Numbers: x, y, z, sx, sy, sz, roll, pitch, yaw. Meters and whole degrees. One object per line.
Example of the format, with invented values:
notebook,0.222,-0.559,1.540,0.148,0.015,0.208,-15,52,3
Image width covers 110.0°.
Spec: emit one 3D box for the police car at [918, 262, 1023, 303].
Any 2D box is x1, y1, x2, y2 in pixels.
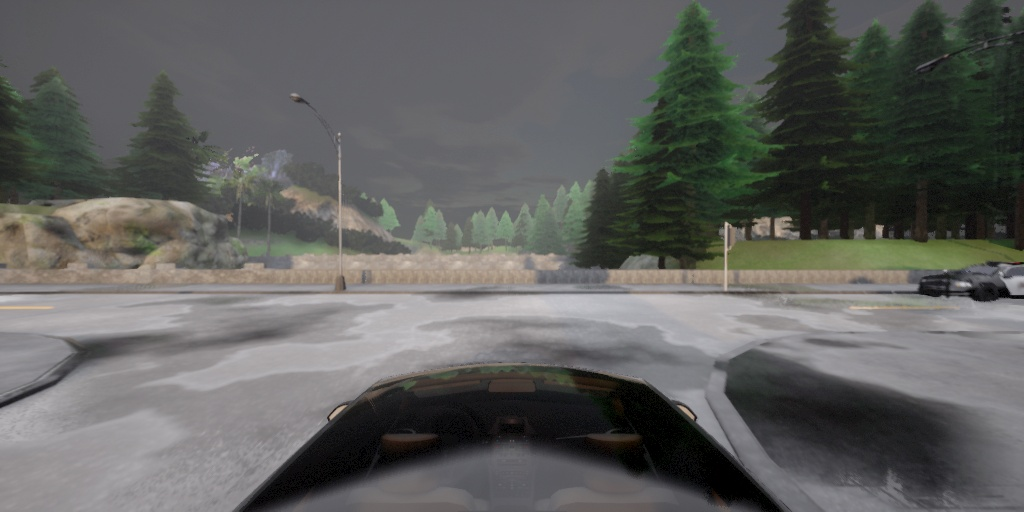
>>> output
police car,19.391,1.029,14.413,4.974,1.542,2.038,0,1,0
